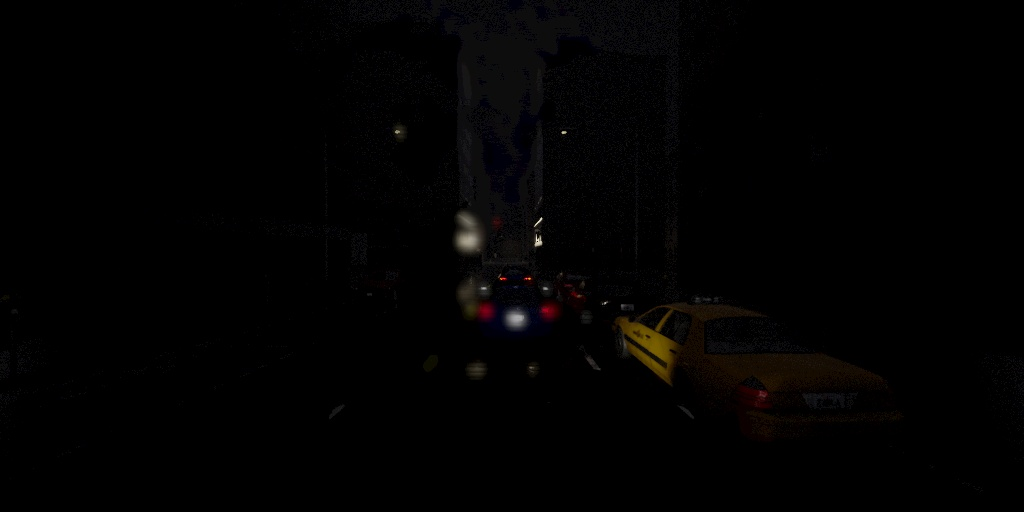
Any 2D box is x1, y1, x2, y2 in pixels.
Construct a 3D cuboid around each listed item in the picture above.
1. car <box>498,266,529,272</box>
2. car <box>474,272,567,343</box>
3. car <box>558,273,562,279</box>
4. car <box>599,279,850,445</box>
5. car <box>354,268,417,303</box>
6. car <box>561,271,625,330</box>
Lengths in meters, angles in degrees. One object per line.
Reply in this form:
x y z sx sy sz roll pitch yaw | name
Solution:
0.104 1.269 19.664 1.812 1.442 4.674 0 0 -2 | car
0.101 1.311 9.649 1.994 1.385 4.181 0 0 0 | car
2.876 1.326 16.551 1.802 1.307 4.207 0 0 0 | car
2.874 1.274 5.549 1.751 1.417 4.829 0 0 0 | car
-5.669 1.290 16.549 1.888 1.381 4.507 0 0 0 | car
2.875 1.312 10.965 1.948 1.339 4.313 0 0 0 | car
